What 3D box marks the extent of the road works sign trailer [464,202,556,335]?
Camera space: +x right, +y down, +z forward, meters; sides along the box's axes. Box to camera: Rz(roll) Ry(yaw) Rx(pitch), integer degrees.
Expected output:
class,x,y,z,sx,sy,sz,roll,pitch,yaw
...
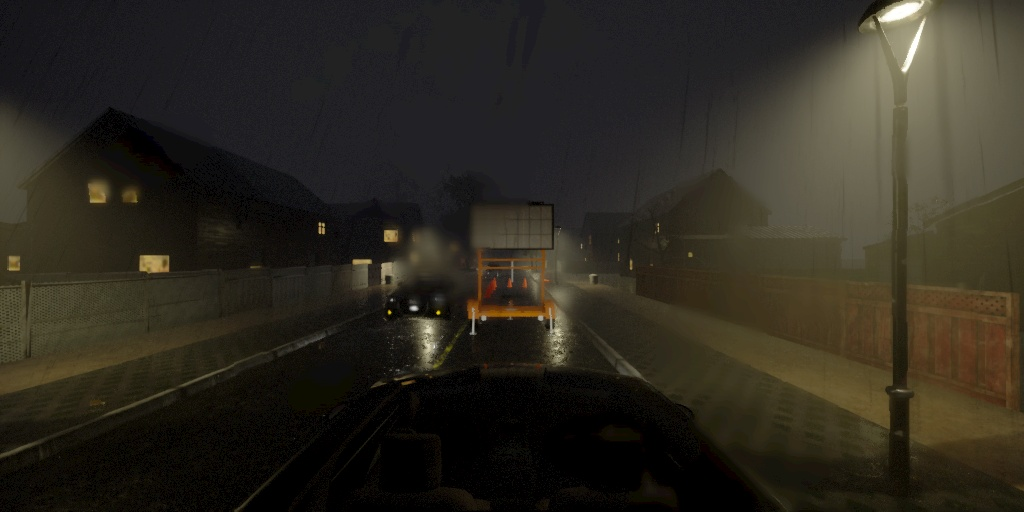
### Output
class,x,y,z,sx,sy,sz,roll,pitch,yaw
road works sign trailer,0.009,0.220,10.546,2.380,3.560,2.880,0,0,0

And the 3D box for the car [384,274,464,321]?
class,x,y,z,sx,sy,sz,roll,pitch,yaw
car,-2.840,1.323,12.366,1.994,1.385,4.181,0,0,0

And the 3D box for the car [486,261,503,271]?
class,x,y,z,sx,sy,sz,roll,pitch,yaw
car,-2.796,1.556,53.816,1.895,1.301,4.718,0,0,0
